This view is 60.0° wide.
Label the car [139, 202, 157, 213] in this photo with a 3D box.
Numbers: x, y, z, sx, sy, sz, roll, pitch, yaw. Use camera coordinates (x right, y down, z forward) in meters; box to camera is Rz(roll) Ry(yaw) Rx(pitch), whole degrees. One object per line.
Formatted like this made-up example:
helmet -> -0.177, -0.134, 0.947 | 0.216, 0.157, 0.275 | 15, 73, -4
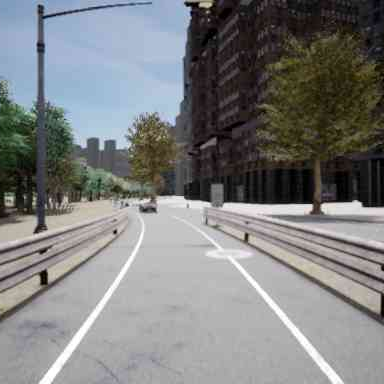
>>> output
car -> -5.909, 2.016, 44.035 | 1.895, 1.301, 4.718 | 0, -1, -15
